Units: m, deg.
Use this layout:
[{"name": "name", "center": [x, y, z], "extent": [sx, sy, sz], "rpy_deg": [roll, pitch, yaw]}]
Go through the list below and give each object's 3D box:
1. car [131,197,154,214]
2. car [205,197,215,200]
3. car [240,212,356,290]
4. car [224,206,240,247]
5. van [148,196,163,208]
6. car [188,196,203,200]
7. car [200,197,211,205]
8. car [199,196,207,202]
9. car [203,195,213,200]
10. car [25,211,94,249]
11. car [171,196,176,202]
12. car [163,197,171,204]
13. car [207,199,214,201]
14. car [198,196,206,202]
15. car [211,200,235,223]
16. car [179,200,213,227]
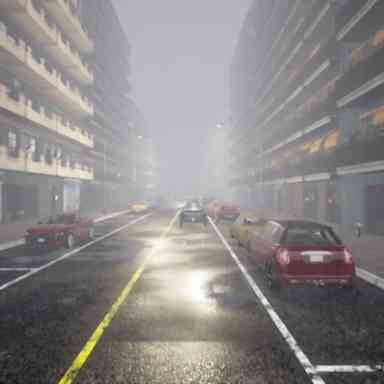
[{"name": "car", "center": [-5.698, 1.614, 37.274], "extent": [1.752, 1.417, 4.829], "rpy_deg": [0, 0, 0]}, {"name": "car", "center": [2.681, 1.615, 37.592], "extent": [1.752, 1.417, 4.829], "rpy_deg": [0, 0, 0]}, {"name": "car", "center": [2.687, 1.458, 9.112], "extent": [1.967, 1.590, 4.097], "rpy_deg": [0, 0, 0]}, {"name": "car", "center": [2.686, 1.557, 14.944], "extent": [1.752, 1.417, 4.829], "rpy_deg": [0, 0, 0]}, {"name": "van", "center": [-5.701, 1.470, 48.768], "extent": [1.690, 1.788, 3.998], "rpy_deg": [0, 0, 0]}, {"name": "car", "center": [0.093, 1.611, 46.314], "extent": [2.128, 1.511, 4.902], "rpy_deg": [0, 0, 0]}, {"name": "car", "center": [2.677, 1.752, 65.730], "extent": [2.008, 1.369, 4.403], "rpy_deg": [0, 0, 0]}, {"name": "car", "center": [2.673, 1.724, 82.716], "extent": [1.967, 1.590, 4.097], "rpy_deg": [0, 0, 0]}, {"name": "car", "center": [2.678, 1.467, 54.407], "extent": [2.192, 1.841, 5.009], "rpy_deg": [0, 0, 0]}, {"name": "car", "center": [-5.694, 1.577, 14.795], "extent": [1.887, 1.381, 4.507], "rpy_deg": [0, 0, 0]}, {"name": "car", "center": [-5.707, 1.809, 82.569], "extent": [1.752, 1.417, 4.829], "rpy_deg": [0, 0, 0]}, {"name": "car", "center": [-5.704, 1.642, 65.753], "extent": [1.967, 1.590, 4.097], "rpy_deg": [0, 0, 0]}, {"name": "car", "center": [2.683, 1.617, 31.764], "extent": [1.887, 1.381, 4.507], "rpy_deg": [0, 0, 0]}, {"name": "car", "center": [2.673, 1.881, 88.374], "extent": [1.947, 1.339, 4.313], "rpy_deg": [0, 0, 0]}, {"name": "car", "center": [2.684, 1.604, 26.098], "extent": [1.887, 1.381, 4.507], "rpy_deg": [0, 0, 0]}, {"name": "car", "center": [0.096, 1.545, 23.373], "extent": [2.128, 1.511, 4.902], "rpy_deg": [0, 0, 0]}]
